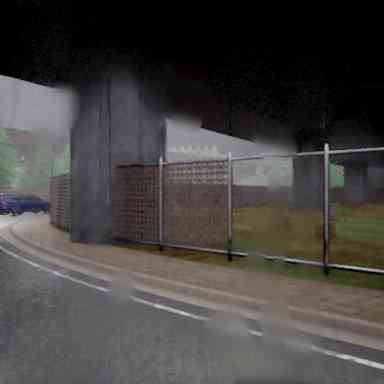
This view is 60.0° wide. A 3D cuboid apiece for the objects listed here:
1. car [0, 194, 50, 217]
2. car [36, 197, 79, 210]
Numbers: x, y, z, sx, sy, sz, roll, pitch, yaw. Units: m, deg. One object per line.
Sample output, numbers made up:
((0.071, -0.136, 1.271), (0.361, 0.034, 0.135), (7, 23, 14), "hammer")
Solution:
((-15.747, 1.180, 31.638), (2.150, 2.045, 5.566), (0, 0, 30), "car")
((-17.046, 1.453, 42.421), (1.837, 1.490, 4.892), (0, 0, 35), "car")
